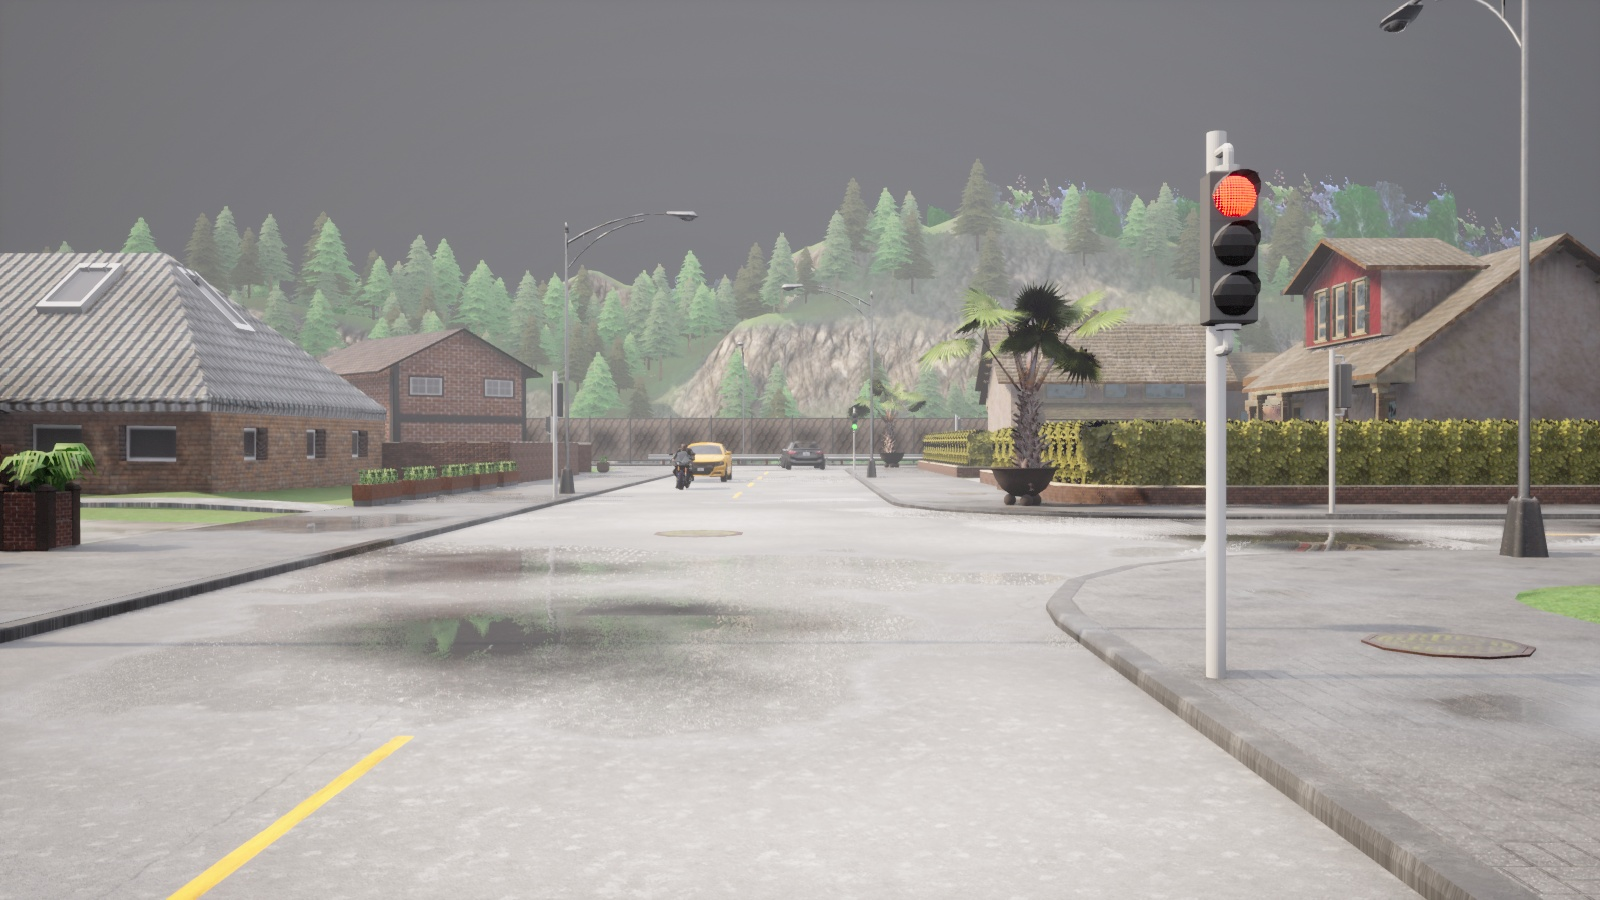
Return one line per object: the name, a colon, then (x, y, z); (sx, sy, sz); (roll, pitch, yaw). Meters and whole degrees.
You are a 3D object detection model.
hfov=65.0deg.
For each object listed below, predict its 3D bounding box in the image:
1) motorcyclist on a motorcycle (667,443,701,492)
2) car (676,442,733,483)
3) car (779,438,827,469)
motorcyclist on a motorcycle: (-3.750, 0.549, 40.694); (0.866, 1.530, 2.191); (0, 0, 1)
car: (-3.719, 0.441, 49.599); (1.882, 1.535, 5.008); (0, 0, 0)
car: (0.130, 0.186, 71.726); (2.242, 1.667, 4.611); (0, 0, -6)
